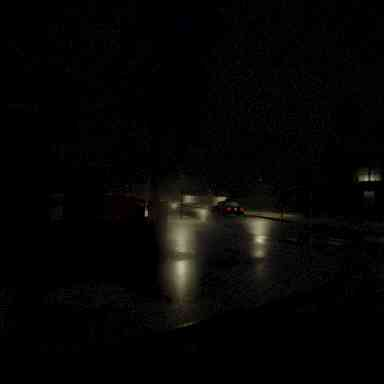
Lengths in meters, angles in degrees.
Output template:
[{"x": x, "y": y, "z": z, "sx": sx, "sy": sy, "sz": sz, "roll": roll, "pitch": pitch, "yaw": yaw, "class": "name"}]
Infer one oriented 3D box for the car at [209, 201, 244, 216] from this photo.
[{"x": 3.305, "y": 1.601, "z": 32.740, "sx": 2.033, "sy": 1.411, "sz": 5.357, "roll": 1, "pitch": 0, "yaw": -15, "class": "car"}]
